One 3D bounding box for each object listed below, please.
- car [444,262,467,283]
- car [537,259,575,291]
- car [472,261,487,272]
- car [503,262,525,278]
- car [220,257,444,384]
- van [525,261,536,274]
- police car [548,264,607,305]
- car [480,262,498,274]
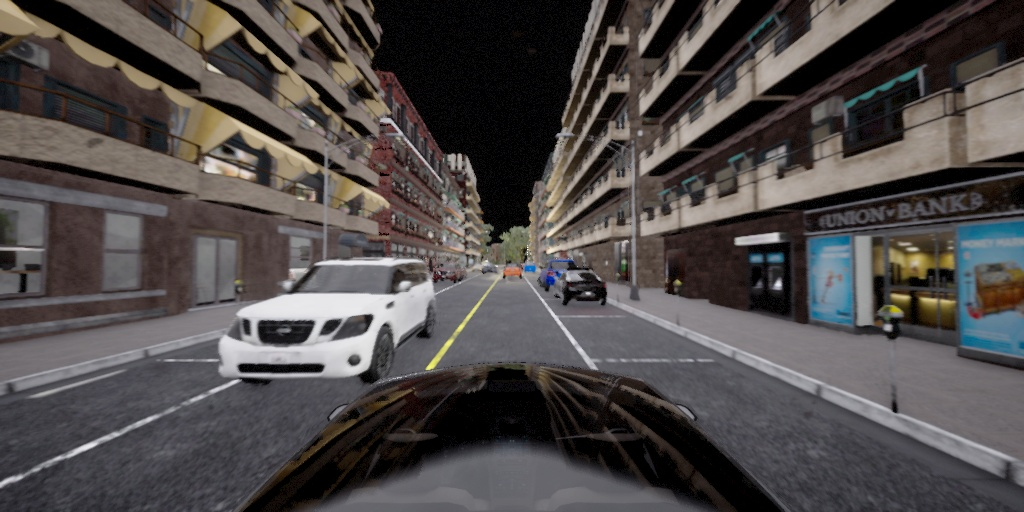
[{"bbox_3d":[-5.694,1.422,32.195,2.192,1.841,5.009,0,0,0],"label":"car"},{"bbox_3d":[3.103,1.236,24.228,2.150,2.045,5.566,0,-1,0],"label":"car"},{"bbox_3d":[-5.698,1.961,59.878,1.751,1.417,4.829,0,0,0],"label":"car"},{"bbox_3d":[0.065,1.558,40.521,2.097,1.767,4.553,0,-1,0],"label":"car"},{"bbox_3d":[-3.102,1.040,7.543,2.150,2.045,5.566,0,-1,0],"label":"car"},{"bbox_3d":[2.686,1.711,54.439,1.690,1.789,3.998,0,0,0],"label":"van"},{"bbox_3d":[3.131,1.358,17.306,1.930,1.638,5.238,0,-1,0],"label":"police car"},{"bbox_3d":[-3.073,1.893,51.001,1.994,1.385,4.181,0,-1,0],"label":"car"}]
